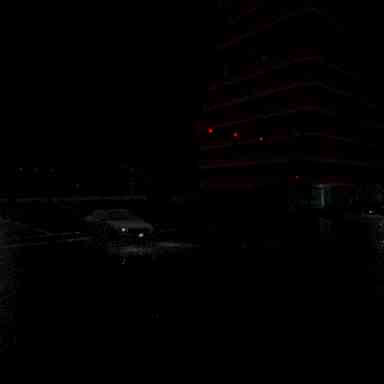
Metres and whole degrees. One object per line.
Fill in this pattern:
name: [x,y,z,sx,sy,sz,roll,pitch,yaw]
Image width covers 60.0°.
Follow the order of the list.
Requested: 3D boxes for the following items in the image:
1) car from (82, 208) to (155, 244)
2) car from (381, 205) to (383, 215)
car: [-3.617,1.510,15.656,1.812,1.442,4.674,-1,1,-40]
car: [18.421,1.258,29.405,4.674,1.442,1.812,-1,0,-40]
